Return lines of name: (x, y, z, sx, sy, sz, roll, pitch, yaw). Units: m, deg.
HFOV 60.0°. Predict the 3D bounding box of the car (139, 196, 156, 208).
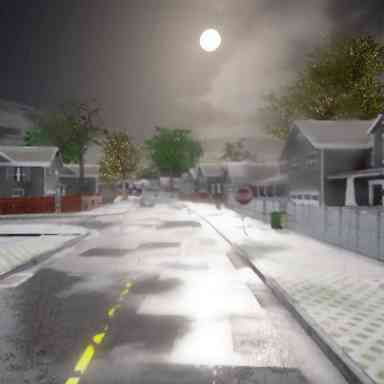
car: (-5.703, 1.231, 42.731, 2.128, 1.511, 4.902, 0, 1, -8)
